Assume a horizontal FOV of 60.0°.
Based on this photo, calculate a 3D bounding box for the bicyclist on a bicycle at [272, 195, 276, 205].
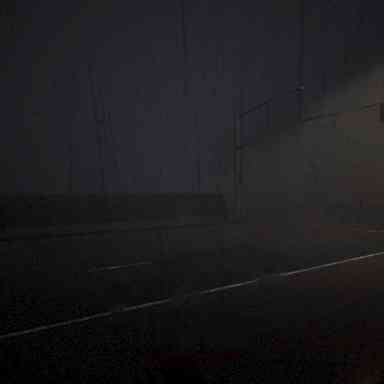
[{"bbox_3d":[13.481,1.300,54.438,0.582,1.620,1.656,0,0,21],"label":"bicyclist on a bicycle"}]

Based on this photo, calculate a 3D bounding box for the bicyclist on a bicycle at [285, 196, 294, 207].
[{"bbox_3d":[14.481,1.453,49.530,1.656,1.620,0.582,0,0,-23],"label":"bicyclist on a bicycle"}]
